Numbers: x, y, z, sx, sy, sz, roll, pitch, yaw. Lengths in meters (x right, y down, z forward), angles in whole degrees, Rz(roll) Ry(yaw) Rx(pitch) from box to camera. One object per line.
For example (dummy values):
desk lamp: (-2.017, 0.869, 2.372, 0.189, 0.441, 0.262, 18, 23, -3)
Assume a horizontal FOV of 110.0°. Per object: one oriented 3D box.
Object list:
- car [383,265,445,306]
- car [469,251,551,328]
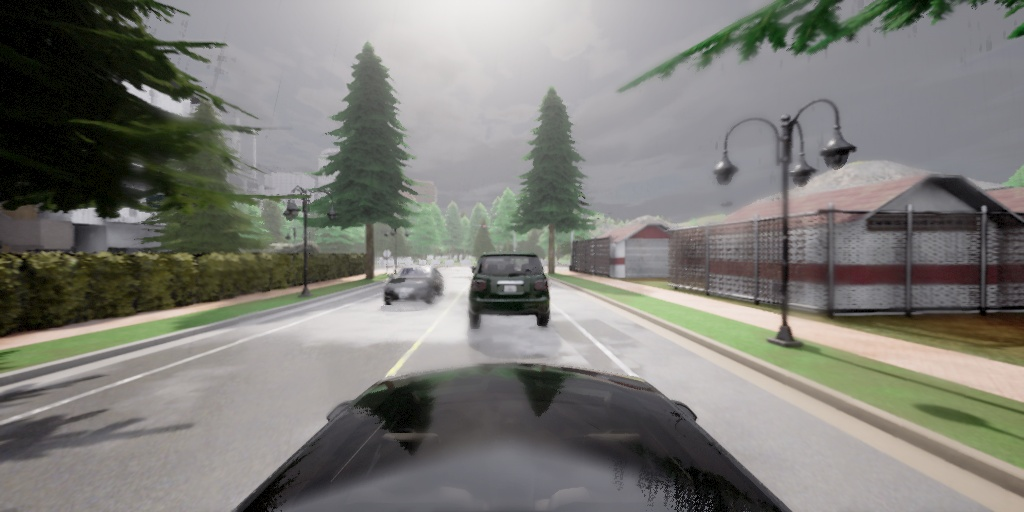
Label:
car: (-4.028, 1.153, 15.391, 2.128, 1.511, 4.902, 0, 0, -3)
car: (-0.132, 0.900, 11.350, 2.150, 2.045, 5.566, 0, 0, -2)
